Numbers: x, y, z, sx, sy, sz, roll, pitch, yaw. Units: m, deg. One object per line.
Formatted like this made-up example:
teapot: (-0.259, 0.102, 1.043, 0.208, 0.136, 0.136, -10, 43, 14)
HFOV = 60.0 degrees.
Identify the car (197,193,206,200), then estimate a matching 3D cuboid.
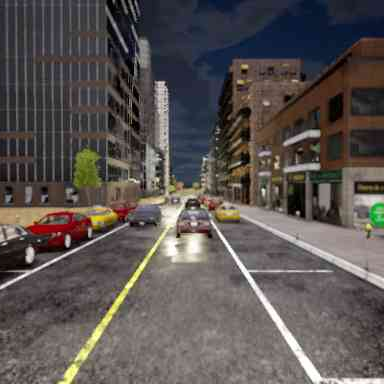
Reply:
car: (2.635, 1.358, 94.106, 2.192, 1.841, 5.009, -1, 0, 0)

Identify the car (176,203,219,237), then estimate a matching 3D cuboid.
car: (0.093, 1.549, 18.005, 2.033, 1.411, 5.357, 0, 0, 0)

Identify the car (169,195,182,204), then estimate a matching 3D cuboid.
car: (-3.050, 1.519, 63.534, 2.128, 1.511, 4.902, 0, 0, 1)

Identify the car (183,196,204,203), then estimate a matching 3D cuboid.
car: (0.086, 1.514, 38.904, 1.837, 1.490, 4.892, 0, 0, 0)

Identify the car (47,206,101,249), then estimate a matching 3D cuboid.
car: (-5.678, 1.546, 14.458, 1.887, 1.381, 4.507, -1, 0, 0)

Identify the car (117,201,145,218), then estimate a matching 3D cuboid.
car: (-5.684, 1.589, 31.553, 1.802, 1.307, 4.206, -1, 0, 0)

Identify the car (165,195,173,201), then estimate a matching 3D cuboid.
car: (-5.704, 1.560, 82.663, 1.752, 1.417, 4.829, -1, 0, 0)

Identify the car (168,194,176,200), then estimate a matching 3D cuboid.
car: (-5.710, 1.483, 94.228, 1.967, 1.590, 4.097, -1, 0, 0)

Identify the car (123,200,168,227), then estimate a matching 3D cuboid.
car: (-3.108, 1.551, 23.204, 2.033, 1.411, 5.357, 0, 0, 0)

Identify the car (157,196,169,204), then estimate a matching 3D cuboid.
car: (-5.697, 1.568, 65.739, 1.887, 1.381, 4.507, -1, 0, 0)

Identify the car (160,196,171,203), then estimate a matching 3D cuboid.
car: (-5.699, 1.578, 71.437, 2.008, 1.369, 4.403, -1, 0, 0)

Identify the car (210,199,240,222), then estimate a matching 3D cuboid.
car: (2.664, 1.530, 25.903, 1.752, 1.417, 4.829, -1, 0, 0)

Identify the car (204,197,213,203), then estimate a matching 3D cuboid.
car: (2.660, 1.554, 37.129, 1.887, 1.381, 4.507, -1, 0, 0)

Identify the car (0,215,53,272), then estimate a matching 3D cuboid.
car: (-5.676, 1.551, 8.761, 2.008, 1.369, 4.403, -1, 0, 0)

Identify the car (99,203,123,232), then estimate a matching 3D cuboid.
car: (-5.681, 1.528, 19.986, 1.752, 1.417, 4.829, -1, 0, 0)

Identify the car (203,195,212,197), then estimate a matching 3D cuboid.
car: (2.655, 1.539, 48.694, 1.752, 1.417, 4.829, -1, 0, 0)

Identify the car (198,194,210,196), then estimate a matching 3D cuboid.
car: (2.647, 1.335, 59.920, 2.192, 1.841, 5.009, -1, 0, 0)

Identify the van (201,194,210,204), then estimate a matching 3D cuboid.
van: (2.645, 1.365, 65.617, 1.690, 1.788, 3.998, -1, 0, 0)

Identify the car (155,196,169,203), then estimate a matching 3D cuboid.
car: (-5.695, 1.545, 59.872, 1.752, 1.417, 4.829, -1, 0, 0)
